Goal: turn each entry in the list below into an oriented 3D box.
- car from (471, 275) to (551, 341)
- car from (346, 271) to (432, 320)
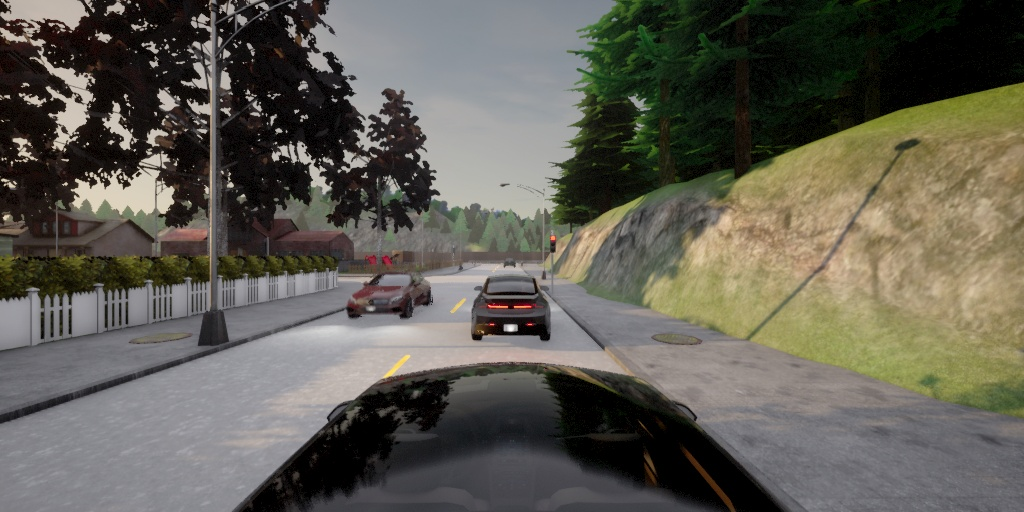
[{"bbox_3d":[-0.017,1.255,9.914,1.837,1.490,4.892,0,0,0],"label":"car"},{"bbox_3d":[-4.124,1.276,12.825,1.812,1.442,4.674,0,0,0],"label":"car"}]
